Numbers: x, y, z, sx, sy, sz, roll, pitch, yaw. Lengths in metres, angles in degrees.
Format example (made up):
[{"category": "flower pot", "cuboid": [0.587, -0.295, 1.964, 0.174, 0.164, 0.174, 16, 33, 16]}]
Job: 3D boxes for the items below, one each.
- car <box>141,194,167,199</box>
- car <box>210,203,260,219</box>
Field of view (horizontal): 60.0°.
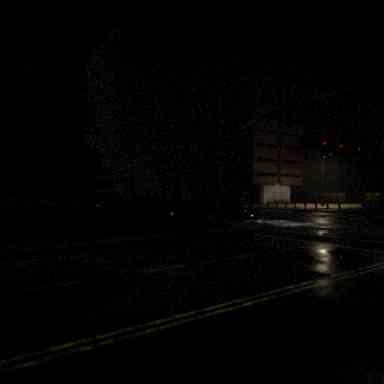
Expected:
[{"category": "car", "cuboid": [-4.442, 1.223, 40.320, 2.150, 2.045, 5.566, 0, 0, -36]}, {"category": "car", "cuboid": [3.678, 1.601, 28.872, 1.895, 1.301, 4.718, 0, 0, -34]}]
